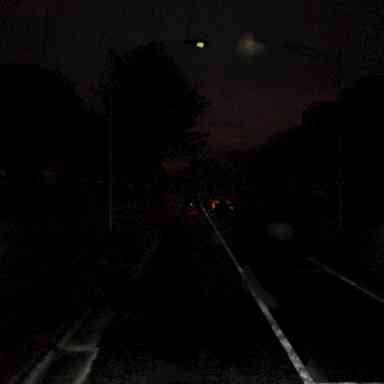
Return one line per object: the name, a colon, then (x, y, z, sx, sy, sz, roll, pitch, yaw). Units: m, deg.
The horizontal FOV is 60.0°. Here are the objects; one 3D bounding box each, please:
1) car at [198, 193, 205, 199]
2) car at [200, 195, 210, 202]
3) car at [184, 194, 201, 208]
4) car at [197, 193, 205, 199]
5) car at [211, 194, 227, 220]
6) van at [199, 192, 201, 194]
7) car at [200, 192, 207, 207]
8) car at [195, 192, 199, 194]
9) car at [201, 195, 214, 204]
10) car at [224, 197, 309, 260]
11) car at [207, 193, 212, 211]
car: (2.601, 1.135, 89.897, 1.752, 1.417, 4.829, 1, 0, 0)
car: (2.613, 1.264, 67.565, 1.947, 1.339, 4.313, 1, 0, 0)
car: (-0.006, 1.321, 44.398, 1.837, 1.490, 4.892, 0, 0, 1)
car: (2.599, 1.031, 95.267, 1.967, 1.590, 4.097, 1, 0, 0)
car: (2.974, 1.233, 27.270, 2.097, 1.767, 4.553, 0, 0, 0)
van: (2.619, 1.064, 62.023, 1.690, 1.788, 3.998, 1, 0, 0)
car: (2.627, 1.114, 45.401, 2.192, 1.841, 5.009, 1, 0, 0)
car: (-0.024, 1.265, 60.925, 1.812, 1.442, 4.674, 0, 0, 0)
car: (2.619, 1.293, 56.483, 1.887, 1.381, 4.507, 1, 0, 0)
car: (2.644, 1.263, 12.155, 2.192, 1.841, 5.009, 1, 0, 0)
car: (2.970, 1.201, 34.270, 2.097, 1.767, 4.553, 0, 0, 0)
